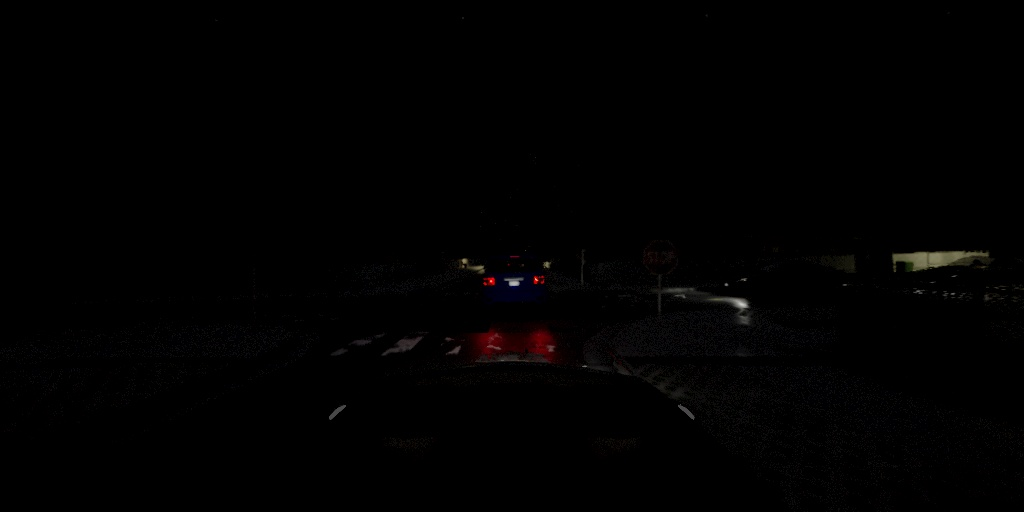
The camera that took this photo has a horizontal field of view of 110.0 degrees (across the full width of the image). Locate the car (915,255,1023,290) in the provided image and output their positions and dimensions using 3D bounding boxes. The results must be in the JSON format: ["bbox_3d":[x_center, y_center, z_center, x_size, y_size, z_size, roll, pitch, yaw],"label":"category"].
[{"bbox_3d":[21.257,0.680,15.883,5.357,1.411,2.033,-2,0,0],"label":"car"}]

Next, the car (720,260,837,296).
[{"bbox_3d":[11.772,0.919,15.824,4.674,1.442,1.812,-2,0,0],"label":"car"}]

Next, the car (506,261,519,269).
[{"bbox_3d":[0.085,1.418,57.732,1.895,1.301,4.718,0,0,0],"label":"car"}]

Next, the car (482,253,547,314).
[{"bbox_3d":[0.074,0.939,13.755,2.150,2.045,5.566,-2,0,0],"label":"car"}]
